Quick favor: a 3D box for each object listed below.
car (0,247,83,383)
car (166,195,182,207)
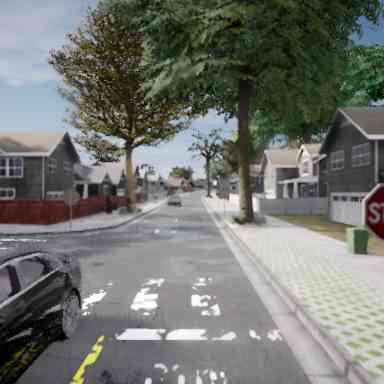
[{"bbox_3d":[-2.727,1.476,3.635,2.128,1.511,4.902,0,0,0],"label":"car"},{"bbox_3d":[-2.361,1.192,45.096,1.837,1.490,4.892,0,1,1],"label":"car"}]
